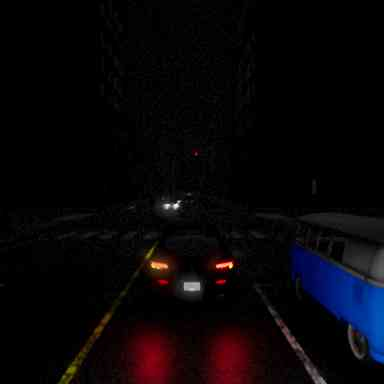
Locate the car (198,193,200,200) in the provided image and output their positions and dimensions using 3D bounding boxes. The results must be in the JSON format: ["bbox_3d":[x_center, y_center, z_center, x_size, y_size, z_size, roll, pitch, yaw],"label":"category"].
[{"bbox_3d":[2.506,1.296,55.735,2.008,1.369,4.403,0,0,-1],"label":"car"}]

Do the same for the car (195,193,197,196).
[{"bbox_3d":[2.281,1.211,72.311,2.008,1.369,4.403,0,0,-1],"label":"car"}]

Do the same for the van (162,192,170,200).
[{"bbox_3d":[-6.391,0.942,83.245,1.690,1.788,3.998,0,0,-1],"label":"van"}]

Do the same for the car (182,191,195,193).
[{"bbox_3d":[-0.738,0.714,84.239,2.150,2.045,5.566,0,0,-1],"label":"car"}]

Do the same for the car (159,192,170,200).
[{"bbox_3d":[-6.319,0.946,77.721,2.192,1.841,5.009,0,0,-1],"label":"car"}]

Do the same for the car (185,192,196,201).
[{"bbox_3d":[-0.603,1.242,74.241,1.895,1.301,4.718,0,0,-1],"label":"car"}]

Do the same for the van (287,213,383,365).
[{"bbox_3d":[2.855,1.316,5.495,1.690,1.788,3.998,0,0,0],"label":"van"}]

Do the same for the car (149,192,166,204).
[{"bbox_3d":[-6.020,1.061,55.619,2.192,1.841,5.009,0,0,-1],"label":"car"}]

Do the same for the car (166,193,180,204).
[{"bbox_3d":[-3.439,1.340,56.842,1.895,1.301,4.718,0,0,0],"label":"car"}]

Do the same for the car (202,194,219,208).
[{"bbox_3d":[2.653,1.323,44.854,1.752,1.417,4.829,0,0,-1],"label":"car"}]

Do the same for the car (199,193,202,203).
[{"bbox_3d":[2.580,1.212,50.209,1.967,1.590,4.097,0,0,-1],"label":"car"}]

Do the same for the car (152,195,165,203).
[{"bbox_3d":[-6.094,1.269,61.146,2.008,1.369,4.403,0,0,-1],"label":"car"}]

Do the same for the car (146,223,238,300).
[{"bbox_3d":[0.001,1.490,8.173,1.812,1.442,4.674,0,0,0],"label":"car"}]

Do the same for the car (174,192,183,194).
[{"bbox_3d":[-3.576,1.212,72.285,1.994,1.385,4.181,0,0,-1],"label":"car"}]
